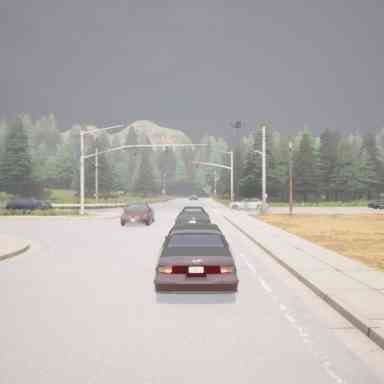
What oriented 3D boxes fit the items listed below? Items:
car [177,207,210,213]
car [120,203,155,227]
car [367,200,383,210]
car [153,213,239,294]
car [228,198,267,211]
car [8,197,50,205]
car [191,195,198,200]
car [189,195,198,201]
[{"bbox_3d":[0.078,1.538,19.513,1.994,1.385,4.181,0,0,1],"label":"car"},{"bbox_3d":[-3.636,1.499,22.799,1.812,1.442,4.674,0,0,0],"label":"car"},{"bbox_3d":[24.128,1.451,39.970,5.357,1.411,2.033,0,0,1],"label":"car"},{"bbox_3d":[0.088,1.539,8.907,2.033,1.411,5.357,0,0,0],"label":"car"},{"bbox_3d":[6.673,1.482,40.310,4.674,1.442,1.812,0,0,1],"label":"car"},{"bbox_3d":[-18.017,1.389,37.088,4.553,1.767,2.097,0,0,1],"label":"car"},{"bbox_3d":[0.687,1.433,91.776,1.994,1.385,4.181,0,0,2],"label":"car"},{"bbox_3d":[0.313,1.490,81.797,1.895,1.301,4.718,0,0,2],"label":"car"}]
